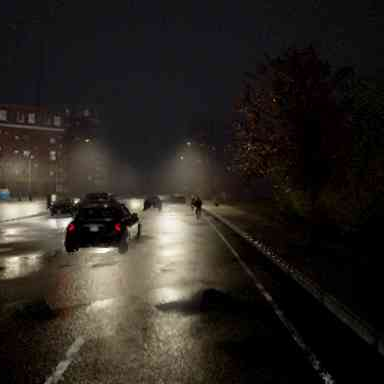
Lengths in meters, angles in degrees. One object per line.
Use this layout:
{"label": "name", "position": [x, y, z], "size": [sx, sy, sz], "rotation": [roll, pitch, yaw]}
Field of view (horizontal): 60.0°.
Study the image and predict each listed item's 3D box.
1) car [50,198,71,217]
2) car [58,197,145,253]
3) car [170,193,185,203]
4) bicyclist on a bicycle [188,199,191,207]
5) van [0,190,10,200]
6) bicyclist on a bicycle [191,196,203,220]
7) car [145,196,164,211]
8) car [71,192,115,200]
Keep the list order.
{"label": "car", "position": [-10.511, 1.268, 28.459], "size": [2.128, 1.511, 4.902], "rotation": [0, 0, -3]}
{"label": "car", "position": [-3.327, 1.244, 13.292], "size": [2.097, 1.767, 4.553], "rotation": [0, 0, -1]}
{"label": "car", "position": [-2.163, 1.032, 54.521], "size": [2.128, 1.511, 4.902], "rotation": [0, 0, -5]}
{"label": "bicyclist on a bicycle", "position": [0.056, 1.161, 33.134], "size": [0.866, 1.612, 1.509], "rotation": [0, 1, -3]}
{"label": "van", "position": [-33.508, 0.451, 57.160], "size": [3.998, 1.788, 1.690], "rotation": [1, -1, -34]}
{"label": "bicyclist on a bicycle", "position": [0.445, 1.178, 23.256], "size": [0.659, 1.776, 1.843], "rotation": [0, 1, -2]}
{"label": "car", "position": [-4.176, 1.209, 36.040], "size": [1.837, 1.490, 4.892], "rotation": [0, 0, -3]}
{"label": "car", "position": [-7.131, 1.018, 25.564], "size": [2.150, 2.045, 5.566], "rotation": [0, 0, -2]}
